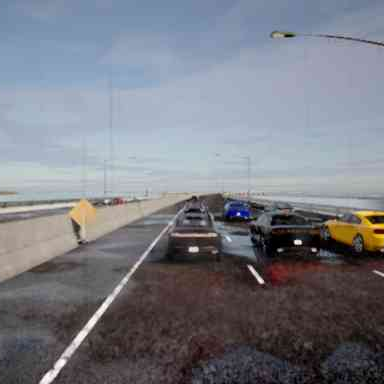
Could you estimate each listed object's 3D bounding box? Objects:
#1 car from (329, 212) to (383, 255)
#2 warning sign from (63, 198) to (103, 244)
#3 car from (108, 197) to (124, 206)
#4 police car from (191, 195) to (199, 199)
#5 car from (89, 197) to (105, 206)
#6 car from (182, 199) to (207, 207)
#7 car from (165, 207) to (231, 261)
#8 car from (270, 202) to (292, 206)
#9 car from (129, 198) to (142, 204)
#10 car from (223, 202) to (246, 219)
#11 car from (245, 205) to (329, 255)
[{"bbox_3d":[7.100,1.534,13.653,1.882,1.535,5.008,0,0,1],"label":"car"},{"bbox_3d":[-4.514,1.172,13.862,1.300,1.860,1.060,0,-1,0],"label":"warning sign"},{"bbox_3d":[-13.379,1.687,58.898,1.882,1.535,5.008,0,0,2],"label":"car"},{"bbox_3d":[0.598,1.717,93.805,1.930,1.638,5.238,0,0,2],"label":"police car"},{"bbox_3d":[-16.876,1.702,58.999,2.128,1.511,4.902,0,0,2],"label":"car"},{"bbox_3d":[0.202,1.599,27.477,2.128,1.511,4.902,0,0,1],"label":"car"},{"bbox_3d":[0.085,1.543,12.520,2.128,1.511,4.902,0,0,1],"label":"car"},{"bbox_3d":[7.202,1.599,27.430,2.128,1.511,4.902,0,0,1],"label":"car"},{"bbox_3d":[-9.883,1.773,58.870,1.994,1.385,4.181,0,0,2],"label":"car"},{"bbox_3d":[3.724,1.589,28.619,1.882,1.535,5.008,0,0,1],"label":"car"},{"bbox_3d":[3.599,1.534,13.661,1.882,1.535,5.008,0,0,1],"label":"car"}]
